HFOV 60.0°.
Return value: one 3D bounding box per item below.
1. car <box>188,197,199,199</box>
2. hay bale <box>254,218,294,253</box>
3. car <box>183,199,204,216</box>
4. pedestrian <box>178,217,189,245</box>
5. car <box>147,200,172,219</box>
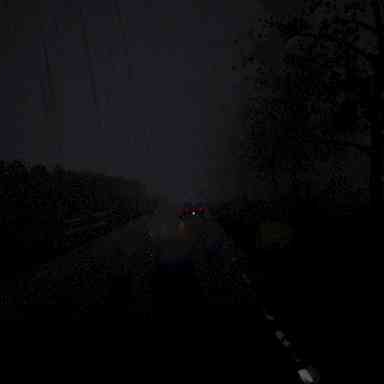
[{"bbox_3d":[0.192,1.423,44.529,1.882,1.535,5.008,0,0,0],"label":"car"},{"bbox_3d":[3.154,1.647,12.907,1.220,1.180,1.240,0,0,0],"label":"hay bale"},{"bbox_3d":[0.162,1.571,31.373,1.895,1.301,4.718,0,0,0],"label":"car"},{"bbox_3d":[-0.416,1.566,14.035,0.375,1.300,0.375,0,0,0],"label":"pedestrian"},{"bbox_3d":[-2.791,1.464,29.284,2.128,1.511,4.902,0,0,0],"label":"car"}]
